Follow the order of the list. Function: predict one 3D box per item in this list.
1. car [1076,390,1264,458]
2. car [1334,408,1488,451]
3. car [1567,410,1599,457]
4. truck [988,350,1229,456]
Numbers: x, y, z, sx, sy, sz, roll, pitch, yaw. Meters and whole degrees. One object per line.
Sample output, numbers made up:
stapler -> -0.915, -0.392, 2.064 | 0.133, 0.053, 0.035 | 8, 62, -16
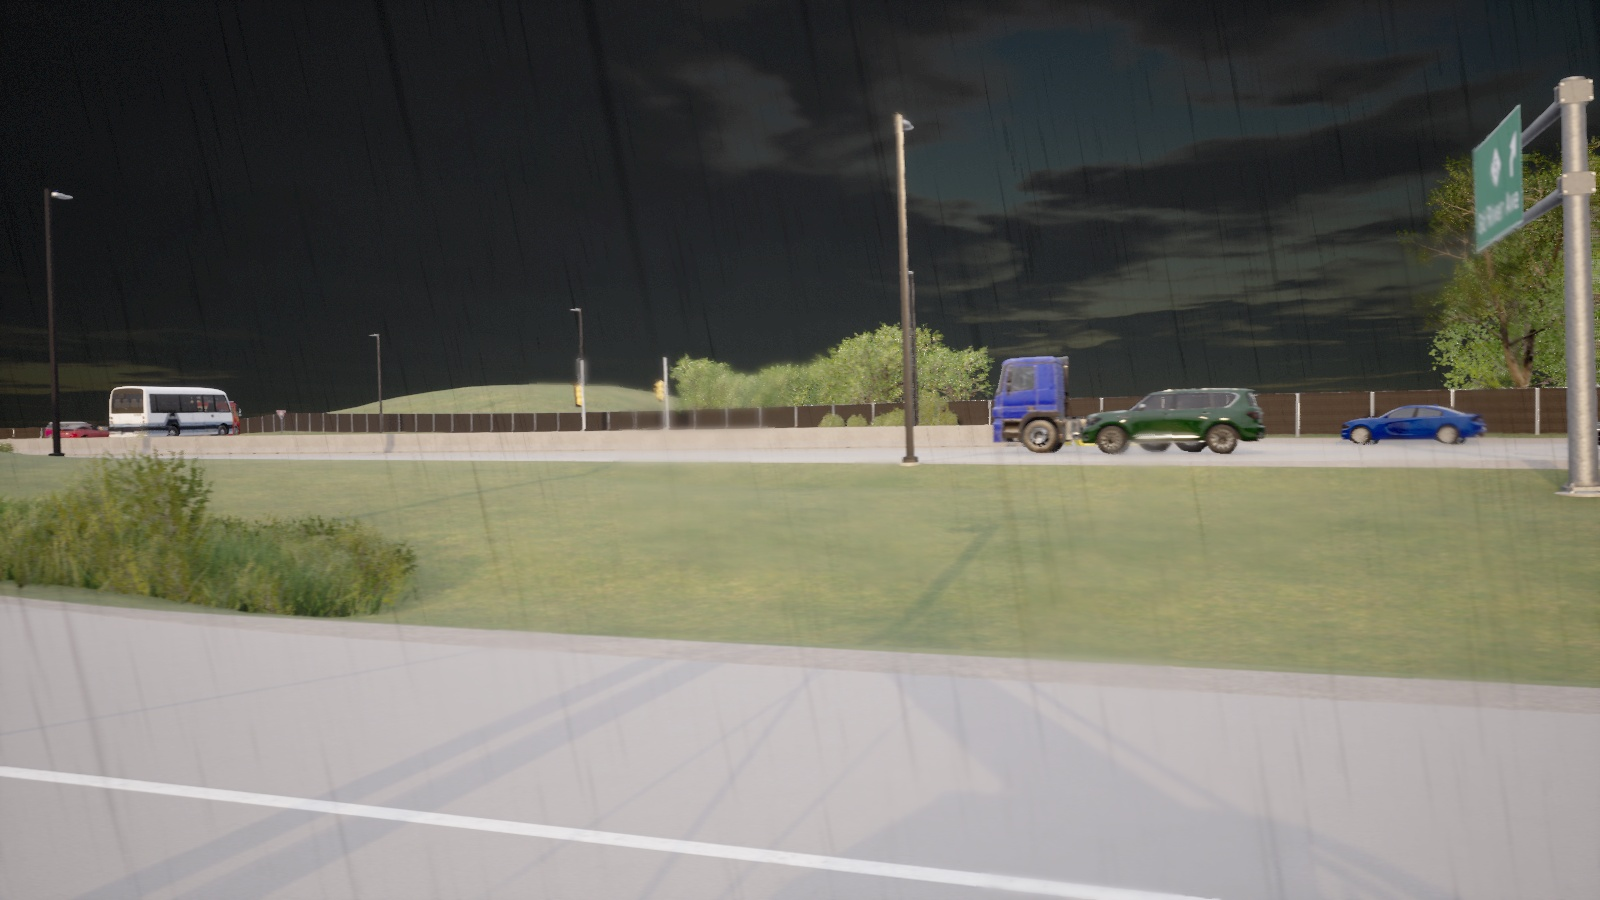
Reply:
car -> 11.698, -0.802, 39.744 | 5.566, 2.045, 2.150 | 0, 1, 19
car -> 23.281, -0.788, 47.972 | 5.008, 1.535, 1.882 | 1, 2, 38
car -> 26.732, -0.513, 38.322 | 5.357, 1.411, 2.033 | 0, 1, 19
truck -> 10.766, -1.553, 43.749 | 7.936, 3.462, 2.891 | 0, 1, 19
